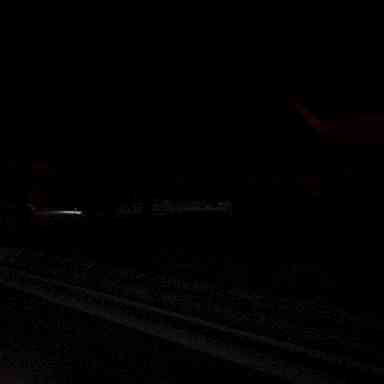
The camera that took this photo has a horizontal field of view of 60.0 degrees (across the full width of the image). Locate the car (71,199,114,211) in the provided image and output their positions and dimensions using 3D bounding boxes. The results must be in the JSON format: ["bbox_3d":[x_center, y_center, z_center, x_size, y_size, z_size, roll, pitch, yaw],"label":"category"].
[{"bbox_3d":[-11.990,1.547,40.650,2.033,1.411,5.357,0,0,34],"label":"car"}]

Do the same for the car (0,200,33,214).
[{"bbox_3d":[-17.750,1.526,32.082,1.812,1.442,4.674,0,0,34],"label":"car"}]

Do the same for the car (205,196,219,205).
[{"bbox_3d":[3.486,1.505,58.535,1.837,1.490,4.892,0,0,14],"label":"car"}]
